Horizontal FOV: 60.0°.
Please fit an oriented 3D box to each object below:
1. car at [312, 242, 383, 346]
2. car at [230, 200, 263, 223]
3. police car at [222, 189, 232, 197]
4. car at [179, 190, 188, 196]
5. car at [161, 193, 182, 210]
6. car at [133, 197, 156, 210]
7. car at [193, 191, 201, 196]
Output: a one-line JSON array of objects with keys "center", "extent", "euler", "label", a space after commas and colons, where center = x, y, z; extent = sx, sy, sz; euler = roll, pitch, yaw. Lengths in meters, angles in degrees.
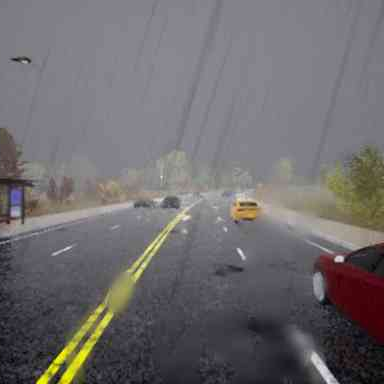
[{"center": [3.388, 1.446, 4.886], "extent": [1.882, 1.535, 5.008], "euler": [0, 0, 0], "label": "car"}, {"center": [3.792, 1.305, 23.594], "extent": [1.882, 1.535, 5.008], "euler": [0, 0, 2], "label": "car"}, {"center": [9.091, 0.594, 89.686], "extent": [1.930, 1.638, 5.238], "euler": [0, 1, 7], "label": "police car"}, {"center": [-1.918, 0.405, 79.922], "extent": [1.837, 1.490, 4.892], "euler": [0, 1, 6], "label": "car"}, {"center": [-2.272, 1.182, 37.684], "extent": [1.882, 1.535, 5.008], "euler": [0, 1, 3], "label": "car"}, {"center": [-5.478, 1.296, 38.656], "extent": [1.895, 1.301, 4.718], "euler": [0, 0, 3], "label": "car"}, {"center": [1.244, 0.510, 78.964], "extent": [1.837, 1.490, 4.892], "euler": [0, 1, 7], "label": "car"}]
